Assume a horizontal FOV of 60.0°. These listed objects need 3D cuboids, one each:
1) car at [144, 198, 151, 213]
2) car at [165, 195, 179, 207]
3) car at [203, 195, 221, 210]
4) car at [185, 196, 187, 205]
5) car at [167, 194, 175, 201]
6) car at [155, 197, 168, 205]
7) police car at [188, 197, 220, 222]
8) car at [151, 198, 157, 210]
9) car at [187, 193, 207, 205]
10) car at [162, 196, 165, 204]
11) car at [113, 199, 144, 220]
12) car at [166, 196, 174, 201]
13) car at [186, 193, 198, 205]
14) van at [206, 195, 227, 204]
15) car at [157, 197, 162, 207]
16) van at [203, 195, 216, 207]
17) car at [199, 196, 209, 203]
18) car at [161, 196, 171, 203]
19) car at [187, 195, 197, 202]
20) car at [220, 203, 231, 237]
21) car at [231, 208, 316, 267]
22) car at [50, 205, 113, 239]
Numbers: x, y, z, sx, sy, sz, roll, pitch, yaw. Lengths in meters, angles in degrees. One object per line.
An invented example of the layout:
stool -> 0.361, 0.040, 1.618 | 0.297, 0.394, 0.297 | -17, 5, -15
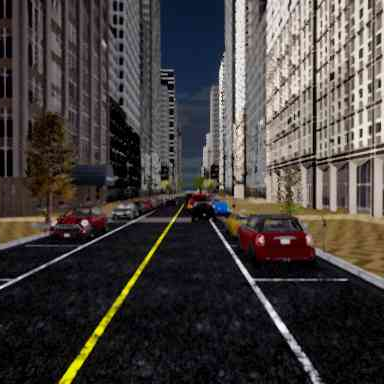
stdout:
car -> -5.708, 1.586, 34.205 | 1.947, 1.339, 4.313 | -1, 0, 0
car -> -3.087, 1.595, 52.273 | 1.994, 1.385, 4.181 | 0, 0, 0
car -> 2.667, 1.342, 45.575 | 2.192, 1.841, 5.009 | -1, 0, 0
car -> 0.599, 1.508, 42.656 | 1.882, 1.535, 5.008 | 0, 0, 6
car -> -5.726, 1.492, 91.042 | 1.967, 1.590, 4.097 | -1, 0, 0
car -> -5.717, 1.588, 62.624 | 2.008, 1.369, 4.403 | -1, 0, 0
police car -> 0.891, 1.441, 26.663 | 1.930, 1.638, 5.238 | 0, 0, 0
car -> -5.710, 1.568, 39.889 | 1.887, 1.381, 4.507 | -1, 0, 0
car -> 0.813, 1.244, 36.569 | 2.150, 2.045, 5.566 | 0, 0, -1
car -> -5.713, 1.612, 51.256 | 1.802, 1.307, 4.206 | -1, 0, 0
car -> -5.707, 1.568, 28.522 | 2.008, 1.369, 4.403 | -1, 0, 0
car -> -5.723, 1.631, 85.358 | 1.802, 1.307, 4.206 | -1, 0, 0
car -> -0.019, 1.257, 61.774 | 2.150, 2.045, 5.566 | 0, 0, 0
van -> 2.670, 1.361, 34.208 | 1.690, 1.788, 3.998 | -1, 0, 0
car -> -5.712, 1.578, 45.573 | 2.008, 1.369, 4.403 | -1, 0, 0
van -> 2.665, 1.371, 51.259 | 1.690, 1.788, 3.998 | -1, 0, 0
car -> 2.661, 1.594, 73.993 | 2.008, 1.369, 4.403 | -1, 0, 0
car -> -5.720, 1.594, 73.990 | 2.008, 1.369, 4.403 | -1, 0, 0
car -> -0.023, 1.505, 76.744 | 2.128, 1.511, 4.902 | 0, 0, 0
car -> 2.677, 1.535, 17.327 | 1.752, 1.417, 4.829 | -1, 0, 0
car -> 2.678, 1.447, 11.474 | 1.967, 1.590, 4.097 | -1, 0, 0
car -> -5.704, 1.450, 17.155 | 1.967, 1.590, 4.097 | -1, 0, 0
